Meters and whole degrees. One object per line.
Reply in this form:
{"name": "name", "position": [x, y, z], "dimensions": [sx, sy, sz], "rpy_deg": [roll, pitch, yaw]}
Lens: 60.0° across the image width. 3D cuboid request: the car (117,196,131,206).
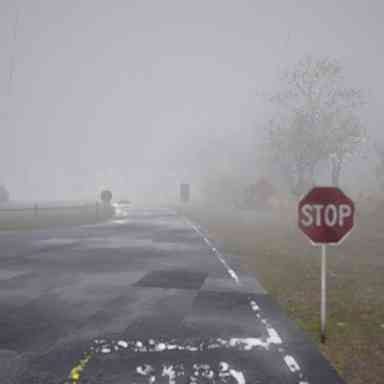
{"name": "car", "position": [-11.400, 1.400, 55.619], "dimensions": [1.882, 1.535, 5.008], "rpy_deg": [0, 0, -17]}
